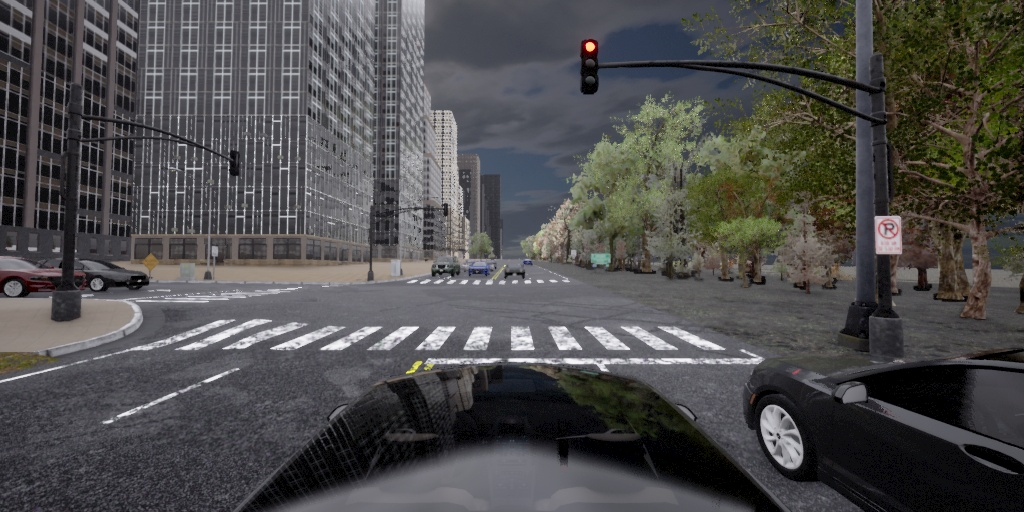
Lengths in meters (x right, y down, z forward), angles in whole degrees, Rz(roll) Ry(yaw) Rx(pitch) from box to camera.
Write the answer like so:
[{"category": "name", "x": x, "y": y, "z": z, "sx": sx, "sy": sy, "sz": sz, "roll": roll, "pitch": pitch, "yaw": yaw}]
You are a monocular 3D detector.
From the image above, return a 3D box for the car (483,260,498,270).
[{"category": "car", "x": -3.334, "y": 1.335, "z": 56.633, "sx": 2.033, "sy": 1.411, "sz": 5.357, "roll": 0, "pitch": 0, "yaw": 0}]

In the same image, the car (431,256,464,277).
[{"category": "car", "x": -6.595, "y": 0.995, "z": 36.238, "sx": 2.150, "sy": 2.045, "sz": 5.566, "roll": 0, "pitch": 0, "yaw": 0}]

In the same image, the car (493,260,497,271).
[{"category": "car", "x": -3.342, "y": 1.381, "z": 46.419, "sx": 1.895, "sy": 1.301, "sz": 4.718, "roll": 0, "pitch": 0, "yaw": 0}]

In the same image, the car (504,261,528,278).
[{"category": "car", "x": 0.203, "y": 1.367, "z": 34.324, "sx": 1.895, "sy": 1.301, "sz": 4.718, "roll": 0, "pitch": 0, "yaw": -1}]

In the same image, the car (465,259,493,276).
[{"category": "car", "x": -3.339, "y": 1.252, "z": 37.094, "sx": 1.882, "sy": 1.535, "sz": 5.008, "roll": 0, "pitch": 0, "yaw": 0}]

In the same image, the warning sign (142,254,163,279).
[{"category": "warning sign", "x": -26.156, "y": 0.734, "z": 25.896, "sx": 1.060, "sy": 1.860, "sz": 1.300, "roll": 0, "pitch": 0, "yaw": -4}]

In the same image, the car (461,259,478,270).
[{"category": "car", "x": -6.578, "y": 1.279, "z": 56.382, "sx": 2.128, "sy": 1.511, "sz": 4.902, "roll": 0, "pitch": 0, "yaw": 0}]

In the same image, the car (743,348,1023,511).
[{"category": "car", "x": 3.348, "y": 1.248, "z": 1.803, "sx": 1.837, "sy": 1.490, "sz": 4.892, "roll": -1, "pitch": 0, "yaw": 0}]

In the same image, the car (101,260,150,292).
[{"category": "car", "x": -20.053, "y": 0.881, "z": 16.826, "sx": 4.892, "sy": 1.490, "sz": 1.837, "roll": 1, "pitch": -2, "yaw": -4}]

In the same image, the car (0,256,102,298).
[{"category": "car", "x": -19.372, "y": 0.746, "z": 13.611, "sx": 5.008, "sy": 1.535, "sz": 1.882, "roll": 1, "pitch": -2, "yaw": -3}]
